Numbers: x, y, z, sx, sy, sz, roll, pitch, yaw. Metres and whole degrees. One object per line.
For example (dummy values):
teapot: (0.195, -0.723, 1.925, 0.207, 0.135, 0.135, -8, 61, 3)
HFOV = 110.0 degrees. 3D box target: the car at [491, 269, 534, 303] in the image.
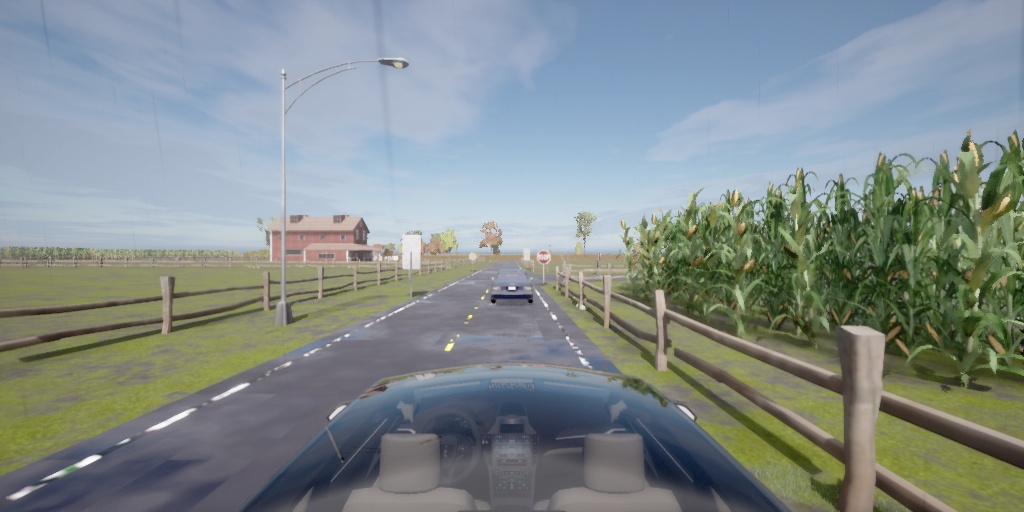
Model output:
car: (0.000, 1.305, 16.501, 2.033, 1.411, 5.357, 0, 0, 0)
